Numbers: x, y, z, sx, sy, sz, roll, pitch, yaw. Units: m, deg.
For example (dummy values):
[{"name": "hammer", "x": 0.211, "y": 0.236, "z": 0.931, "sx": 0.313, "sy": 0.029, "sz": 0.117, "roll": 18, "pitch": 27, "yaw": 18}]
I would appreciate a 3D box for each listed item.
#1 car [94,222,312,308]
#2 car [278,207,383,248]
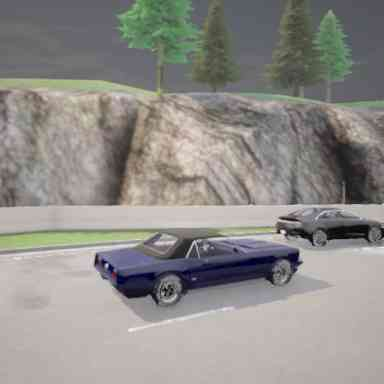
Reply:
[{"name": "car", "x": 0.311, "y": 1.538, "z": 7.706, "sx": 4.718, "sy": 1.301, "sz": 1.895, "roll": 0, "pitch": 0, "yaw": -29}, {"name": "car", "x": 5.944, "y": 1.409, "z": 14.215, "sx": 4.902, "sy": 1.511, "sz": 2.128, "roll": 0, "pitch": 0, "yaw": -20}]
